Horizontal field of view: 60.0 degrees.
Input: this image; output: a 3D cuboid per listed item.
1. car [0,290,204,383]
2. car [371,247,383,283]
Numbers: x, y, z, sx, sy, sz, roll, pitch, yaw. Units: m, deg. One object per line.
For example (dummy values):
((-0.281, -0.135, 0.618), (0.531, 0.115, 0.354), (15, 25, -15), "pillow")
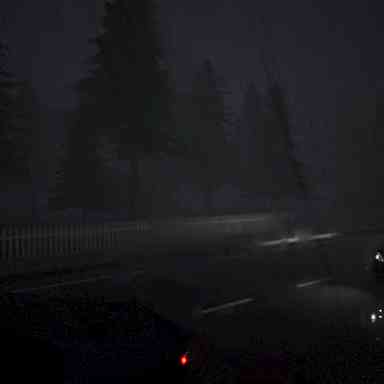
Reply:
((-2.467, 1.552, 2.217), (5.357, 1.411, 2.033), (0, 0, -35), "car")
((6.423, 1.476, 8.301), (4.674, 1.442, 1.812), (0, 0, -33), "car")
